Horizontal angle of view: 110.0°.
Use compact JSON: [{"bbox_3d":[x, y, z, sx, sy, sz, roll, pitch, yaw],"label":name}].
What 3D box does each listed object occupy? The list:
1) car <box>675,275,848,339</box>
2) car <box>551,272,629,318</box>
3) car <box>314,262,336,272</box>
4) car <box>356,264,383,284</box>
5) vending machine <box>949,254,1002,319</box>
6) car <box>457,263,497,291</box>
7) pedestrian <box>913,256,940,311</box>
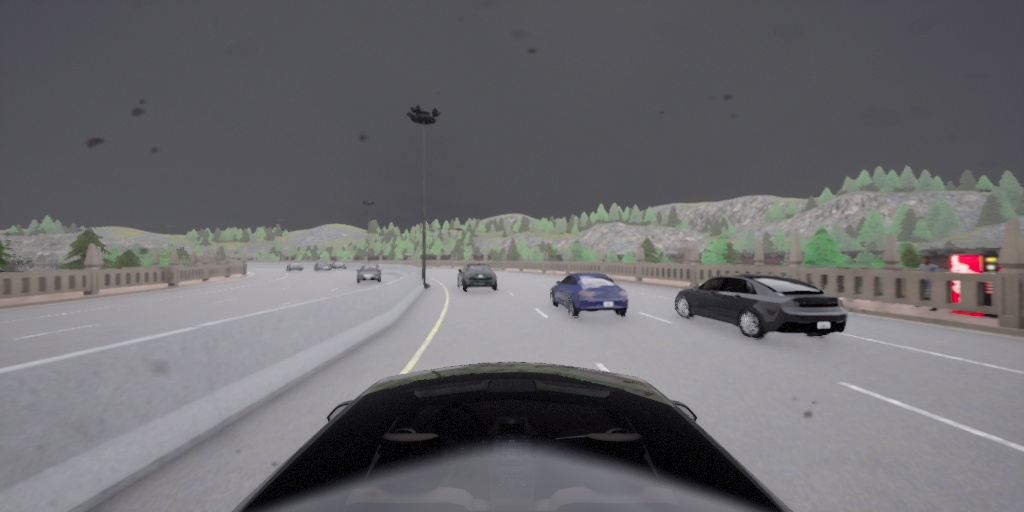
[{"bbox_3d":[6.539,1.272,10.168,1.837,1.490,4.892,0,0,-5],"label":"car"},{"bbox_3d":[2.718,1.330,13.290,1.812,1.442,4.674,0,0,-6],"label":"car"},{"bbox_3d":[-30.030,1.716,56.824,2.128,1.511,4.902,0,0,-37],"label":"car"},{"bbox_3d":[-11.958,1.471,30.228,2.128,1.511,4.902,0,-1,-19],"label":"car"},{"bbox_3d":[14.474,0.928,10.994,1.100,2.100,0.880,0,0,-5],"label":"vending machine"},{"bbox_3d":[-2.363,1.246,23.265,2.097,1.767,4.553,0,0,-14],"label":"car"},{"bbox_3d":[13.806,0.882,11.916,0.375,1.860,0.375,0,0,-6],"label":"pedestrian"}]
